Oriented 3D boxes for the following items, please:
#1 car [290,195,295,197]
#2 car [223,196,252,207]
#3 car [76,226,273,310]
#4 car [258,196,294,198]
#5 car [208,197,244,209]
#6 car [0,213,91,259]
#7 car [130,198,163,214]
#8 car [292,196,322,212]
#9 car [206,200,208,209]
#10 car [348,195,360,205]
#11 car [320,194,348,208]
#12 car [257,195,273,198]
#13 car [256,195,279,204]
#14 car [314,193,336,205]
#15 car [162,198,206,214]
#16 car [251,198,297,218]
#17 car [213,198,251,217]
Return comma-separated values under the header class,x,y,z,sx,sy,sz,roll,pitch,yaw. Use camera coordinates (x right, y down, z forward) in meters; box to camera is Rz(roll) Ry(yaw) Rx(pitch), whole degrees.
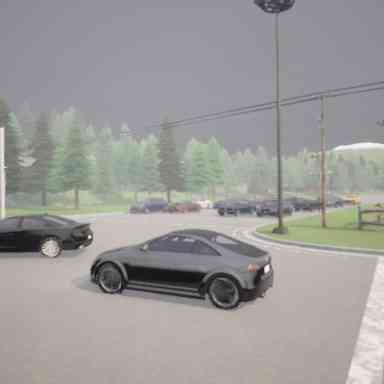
class,x,y,z,sx,sy,sz,roll,pitch,yaw
car,14.996,1.402,44.857,1.895,1.301,4.718,-1,0,38
car,7.093,1.456,51.754,2.033,1.411,5.357,-1,0,38
car,-0.287,1.566,7.686,4.181,1.385,1.994,-1,0,25
car,9.570,1.437,37.862,1.994,1.385,4.181,-1,0,38
car,4.366,1.507,42.571,1.994,1.385,4.181,-1,0,38
car,-6.298,1.560,12.412,5.008,1.535,1.882,-1,-1,1
car,-4.683,1.416,36.540,2.097,1.767,4.553,-1,0,37
car,12.615,1.433,36.075,1.895,1.301,4.718,-1,0,38
car,0.689,1.519,43.520,1.812,1.442,4.674,-1,0,38
car,24.643,1.151,51.545,1.882,1.535,5.008,-1,0,38
car,18.366,1.248,43.488,2.128,1.511,4.902,-1,0,38
car,10.554,1.387,50.532,1.812,1.442,4.674,-1,0,38
car,13.700,1.312,60.246,2.128,1.511,4.902,-1,0,38
car,21.169,1.072,52.775,2.097,1.767,4.553,-1,0,38
car,-0.771,1.575,35.924,1.994,1.385,4.181,-1,0,38
car,7.260,1.467,29.142,1.994,1.385,4.181,-1,0,37
car,4.184,1.545,30.879,1.895,1.301,4.718,-1,0,35
